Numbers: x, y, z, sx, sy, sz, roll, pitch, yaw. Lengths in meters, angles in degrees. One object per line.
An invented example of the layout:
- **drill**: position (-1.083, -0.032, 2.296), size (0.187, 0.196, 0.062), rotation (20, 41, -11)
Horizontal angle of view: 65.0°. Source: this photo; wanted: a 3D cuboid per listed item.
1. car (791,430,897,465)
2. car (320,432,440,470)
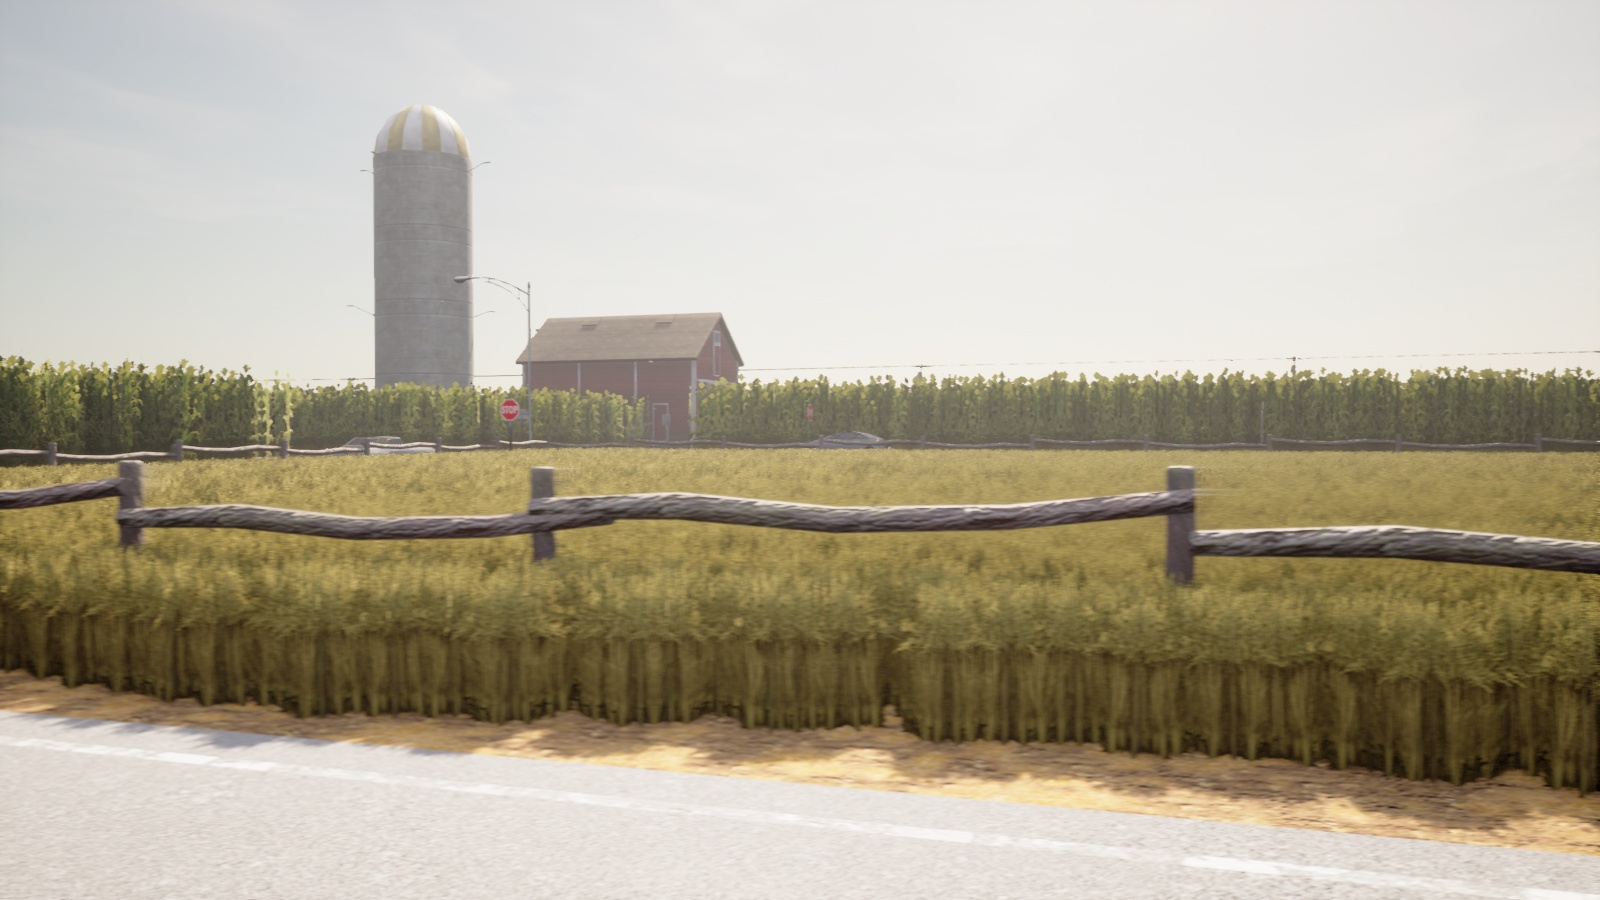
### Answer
- **car**: position (1.923, -0.129, 54.414), size (4.181, 1.385, 1.994), rotation (1, 1, 19)
- **car**: position (-15.907, 0.005, 47.880), size (1.895, 1.301, 4.718), rotation (1, 2, 18)
